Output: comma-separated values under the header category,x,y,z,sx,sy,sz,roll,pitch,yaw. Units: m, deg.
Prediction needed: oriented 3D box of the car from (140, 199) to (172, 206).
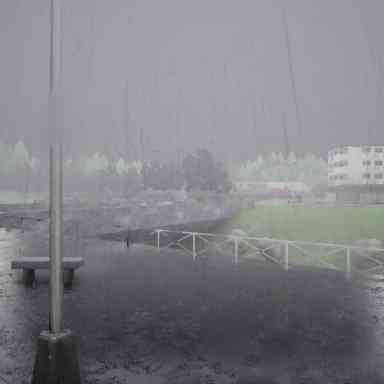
category,x,y,z,sx,sy,sz,roll,pitch,yaw
car,-4.582,1.601,43.740,1.895,1.301,4.718,0,0,36
